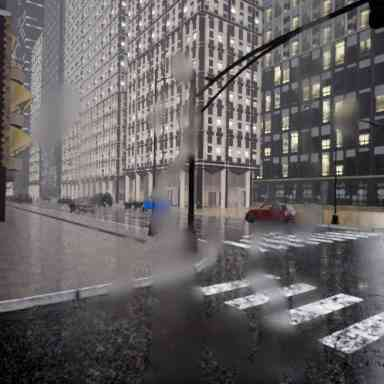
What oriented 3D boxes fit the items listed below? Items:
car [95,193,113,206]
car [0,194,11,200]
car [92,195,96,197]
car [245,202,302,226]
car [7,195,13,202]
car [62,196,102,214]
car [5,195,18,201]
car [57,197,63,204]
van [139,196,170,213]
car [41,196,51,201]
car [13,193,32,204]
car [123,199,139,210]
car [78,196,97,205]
[{"bbox_3d":[-14.496,1.252,53.119,2.150,2.045,5.566,1,-1,-35],"label":"car"},{"bbox_3d":[-46.767,1.364,83.415,1.752,1.417,4.829,1,-1,-35],"label":"car"},{"bbox_3d":[-17.309,1.512,51.866,2.033,1.411,5.357,1,-1,-35],"label":"car"},{"bbox_3d":[5.714,1.502,23.890,1.967,1.590,4.097,1,-1,-35],"label":"car"},{"bbox_3d":[-37.062,1.395,69.728,1.947,1.339,4.313,1,-1,-35],"label":"car"},{"bbox_3d":[-10.925,1.425,32.866,2.008,1.369,4.403,1,-1,-35],"label":"car"},{"bbox_3d":[-40.329,1.376,74.336,2.008,1.369,4.403,1,-1,-35],"label":"car"},{"bbox_3d":[-22.600,1.520,59.330,1.994,1.385,4.181,1,-1,-35],"label":"car"},{"bbox_3d":[-4.086,1.379,37.714,1.690,1.788,3.998,1,-1,-35],"label":"van"},{"bbox_3d":[-36.762,1.568,83.789,1.802,1.307,4.206,1,-1,-35],"label":"car"},{"bbox_3d":[-30.524,1.153,60.515,2.192,1.841,5.009,1,-1,-35],"label":"car"},{"bbox_3d":[-7.357,1.582,42.320,2.008,1.369,4.403,1,-1,-35],"label":"car"},{"bbox_3d":[-18.501,1.523,58.824,1.837,1.490,4.892,1,-1,-35],"label":"car"}]
